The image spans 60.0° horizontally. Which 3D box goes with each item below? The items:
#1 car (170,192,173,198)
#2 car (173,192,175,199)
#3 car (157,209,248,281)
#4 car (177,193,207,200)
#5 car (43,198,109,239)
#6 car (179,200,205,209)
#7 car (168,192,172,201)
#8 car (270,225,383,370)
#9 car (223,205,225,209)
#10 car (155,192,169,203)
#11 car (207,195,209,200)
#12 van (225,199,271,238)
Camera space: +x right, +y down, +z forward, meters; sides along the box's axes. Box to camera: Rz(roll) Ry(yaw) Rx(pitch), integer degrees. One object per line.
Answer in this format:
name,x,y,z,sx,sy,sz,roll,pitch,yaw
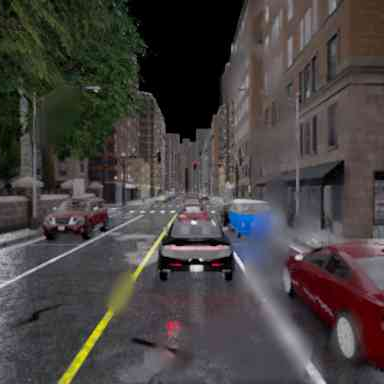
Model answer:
car,-5.645,1.230,71.538,1.887,1.381,4.507,0,0,0
car,-5.643,1.209,76.989,1.887,1.381,4.507,0,0,0
car,0.102,1.452,9.677,2.128,1.511,4.902,0,0,0
car,0.058,1.232,28.894,2.097,1.767,4.553,0,0,2
car,-5.664,1.247,16.948,2.192,1.841,5.009,0,0,0
car,0.109,1.446,19.938,1.812,1.442,4.674,0,0,0
car,-5.647,1.259,66.087,2.008,1.369,4.403,0,0,0
car,2.856,1.523,5.665,1.887,1.381,4.507,0,0,0
car,2.863,1.474,22.646,1.947,1.339,4.313,0,0,0
car,-5.649,1.258,60.467,1.752,1.417,4.829,0,0,0
car,2.881,1.104,77.021,1.967,1.590,4.097,0,0,0
van,2.860,1.273,16.985,1.690,1.788,3.998,0,0,0
